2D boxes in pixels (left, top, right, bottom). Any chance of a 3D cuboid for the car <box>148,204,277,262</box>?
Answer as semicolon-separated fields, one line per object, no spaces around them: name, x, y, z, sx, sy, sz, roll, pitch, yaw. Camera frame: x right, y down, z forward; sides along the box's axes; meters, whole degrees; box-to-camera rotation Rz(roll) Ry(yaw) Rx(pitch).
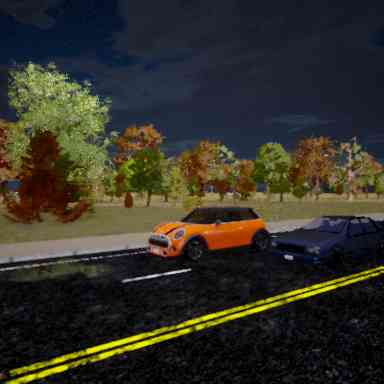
car;0.664;1.320;12.144;4.553;1.767;2.097;0;0;-36

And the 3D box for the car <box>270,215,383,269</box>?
car;4.983;1.501;11.238;5.357;1.411;2.033;0;0;-36
